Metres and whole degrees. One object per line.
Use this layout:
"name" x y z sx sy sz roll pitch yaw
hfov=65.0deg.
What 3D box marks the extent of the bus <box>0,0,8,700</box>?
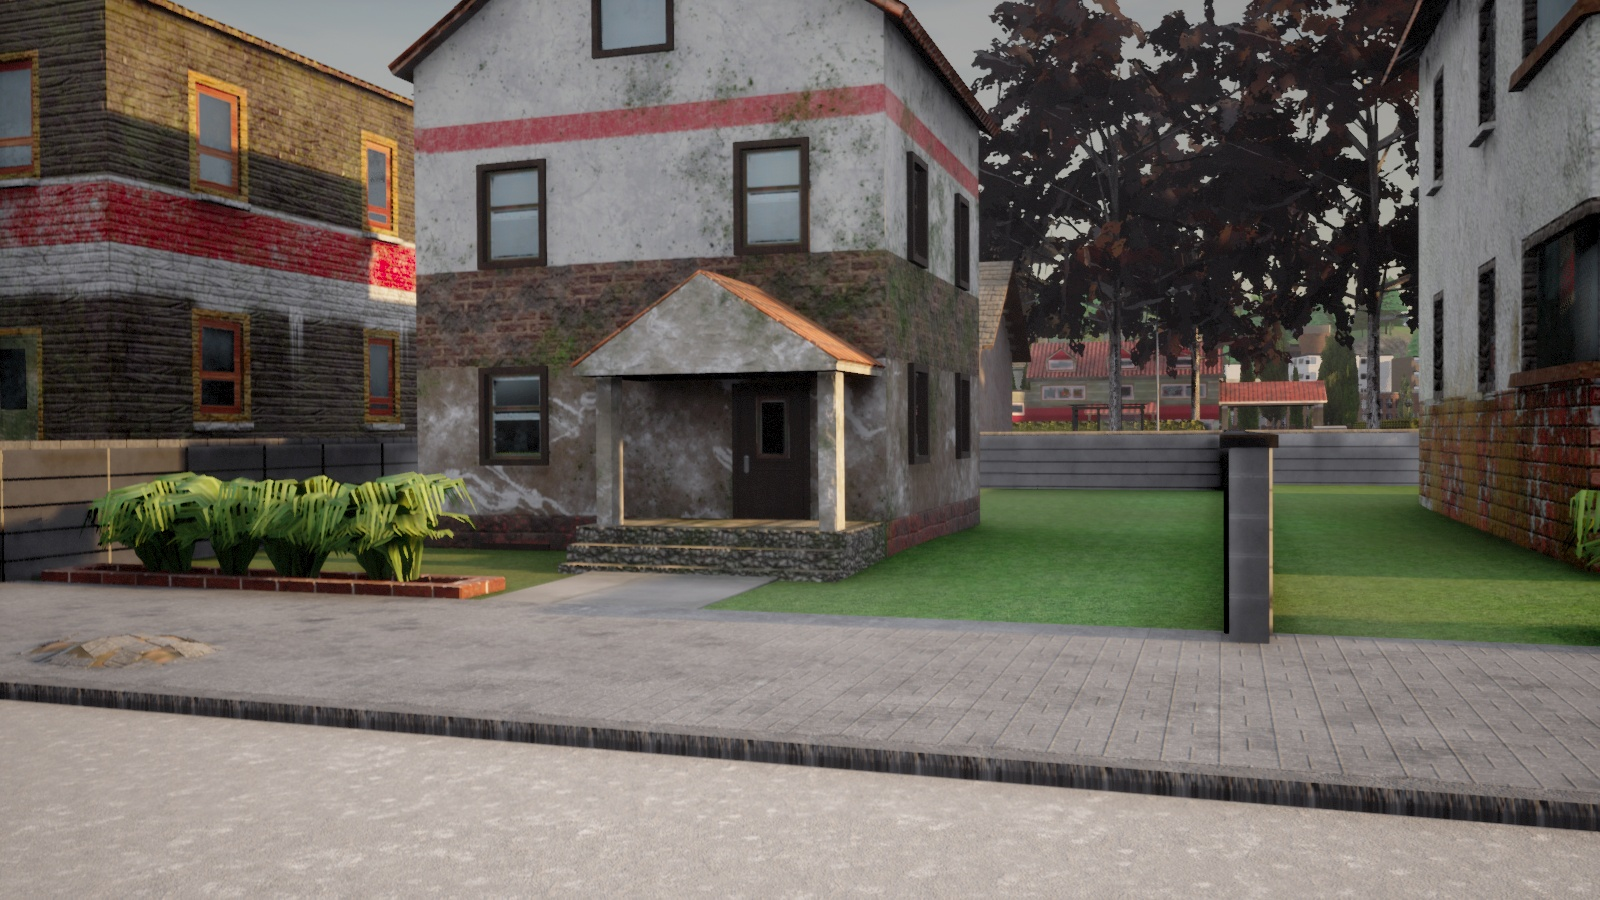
"bus" -10.152 -0.668 7.117 10.273 4.253 3.944 0 1 19
